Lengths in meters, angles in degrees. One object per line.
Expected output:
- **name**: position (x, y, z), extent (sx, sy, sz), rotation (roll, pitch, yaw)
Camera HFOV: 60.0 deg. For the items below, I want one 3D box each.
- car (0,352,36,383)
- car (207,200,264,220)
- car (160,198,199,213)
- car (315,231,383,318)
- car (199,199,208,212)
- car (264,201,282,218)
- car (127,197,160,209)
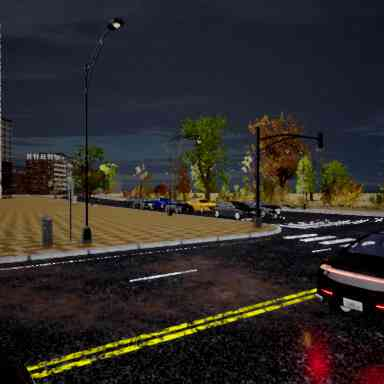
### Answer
- **car**: position (-3.141, 1.492, 1.169), extent (4.902, 1.511, 2.128), rotation (0, 0, -35)
- **car**: position (3.732, 1.564, 29.198), extent (1.837, 1.490, 4.892), rotation (0, 0, -32)
- **car**: position (-1.480, 1.648, 37.633), extent (1.994, 1.385, 4.181), rotation (0, 0, -32)
- **car**: position (4.444, 1.491, 6.410), extent (4.902, 1.511, 2.128), rotation (0, 0, -34)
- **car**: position (1.052, 1.550, 39.727), extent (1.882, 1.535, 5.008), rotation (0, 0, -31)
- **car**: position (6.280, 1.540, 31.257), extent (2.128, 1.511, 4.902), rotation (0, 0, -32)
- **car**: position (-6.801, 1.597, 46.417), extent (2.128, 1.511, 4.902), rotation (0, 0, -31)
